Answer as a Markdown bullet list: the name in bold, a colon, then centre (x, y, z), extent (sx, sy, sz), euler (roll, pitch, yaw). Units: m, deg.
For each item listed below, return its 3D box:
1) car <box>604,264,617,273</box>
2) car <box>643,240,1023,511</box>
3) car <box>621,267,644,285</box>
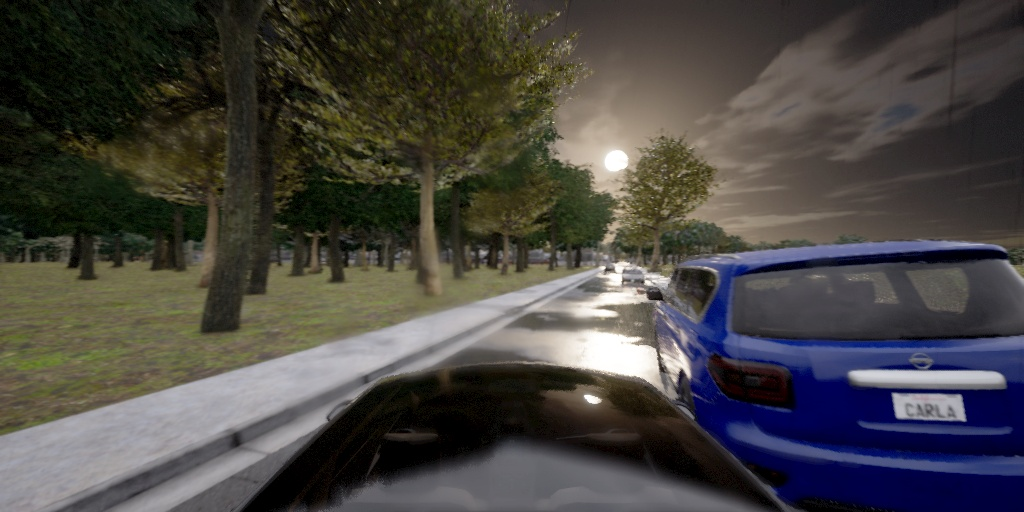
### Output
- **car**: centre (16.863, 2.121, 61.499), extent (1.837, 1.490, 4.892), euler (0, -1, 17)
- **car**: centre (3.068, 0.954, 4.517), extent (2.150, 2.045, 5.566), euler (-5, -2, 17)
- **car**: centre (10.722, 1.805, 32.014), extent (1.895, 1.301, 4.718), euler (0, -1, 17)
